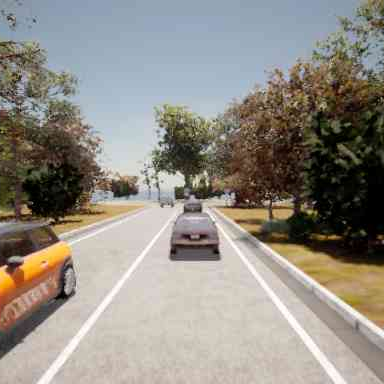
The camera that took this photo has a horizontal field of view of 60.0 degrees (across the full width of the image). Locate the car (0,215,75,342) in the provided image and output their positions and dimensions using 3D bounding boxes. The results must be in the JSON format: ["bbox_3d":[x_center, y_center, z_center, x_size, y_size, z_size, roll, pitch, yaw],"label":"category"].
[{"bbox_3d":[-3.602,1.349,5.376,2.097,1.767,4.553,0,0,0],"label":"car"}]

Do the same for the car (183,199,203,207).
[{"bbox_3d":[0.086,1.473,33.870,2.128,1.511,4.902,0,0,0],"label":"car"}]

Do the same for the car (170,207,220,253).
[{"bbox_3d":[0.095,1.541,13.629,2.033,1.411,5.357,0,0,0],"label":"car"}]

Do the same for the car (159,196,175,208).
[{"bbox_3d":[-3.520,1.391,47.480,1.837,1.490,4.892,0,0,0],"label":"car"}]
